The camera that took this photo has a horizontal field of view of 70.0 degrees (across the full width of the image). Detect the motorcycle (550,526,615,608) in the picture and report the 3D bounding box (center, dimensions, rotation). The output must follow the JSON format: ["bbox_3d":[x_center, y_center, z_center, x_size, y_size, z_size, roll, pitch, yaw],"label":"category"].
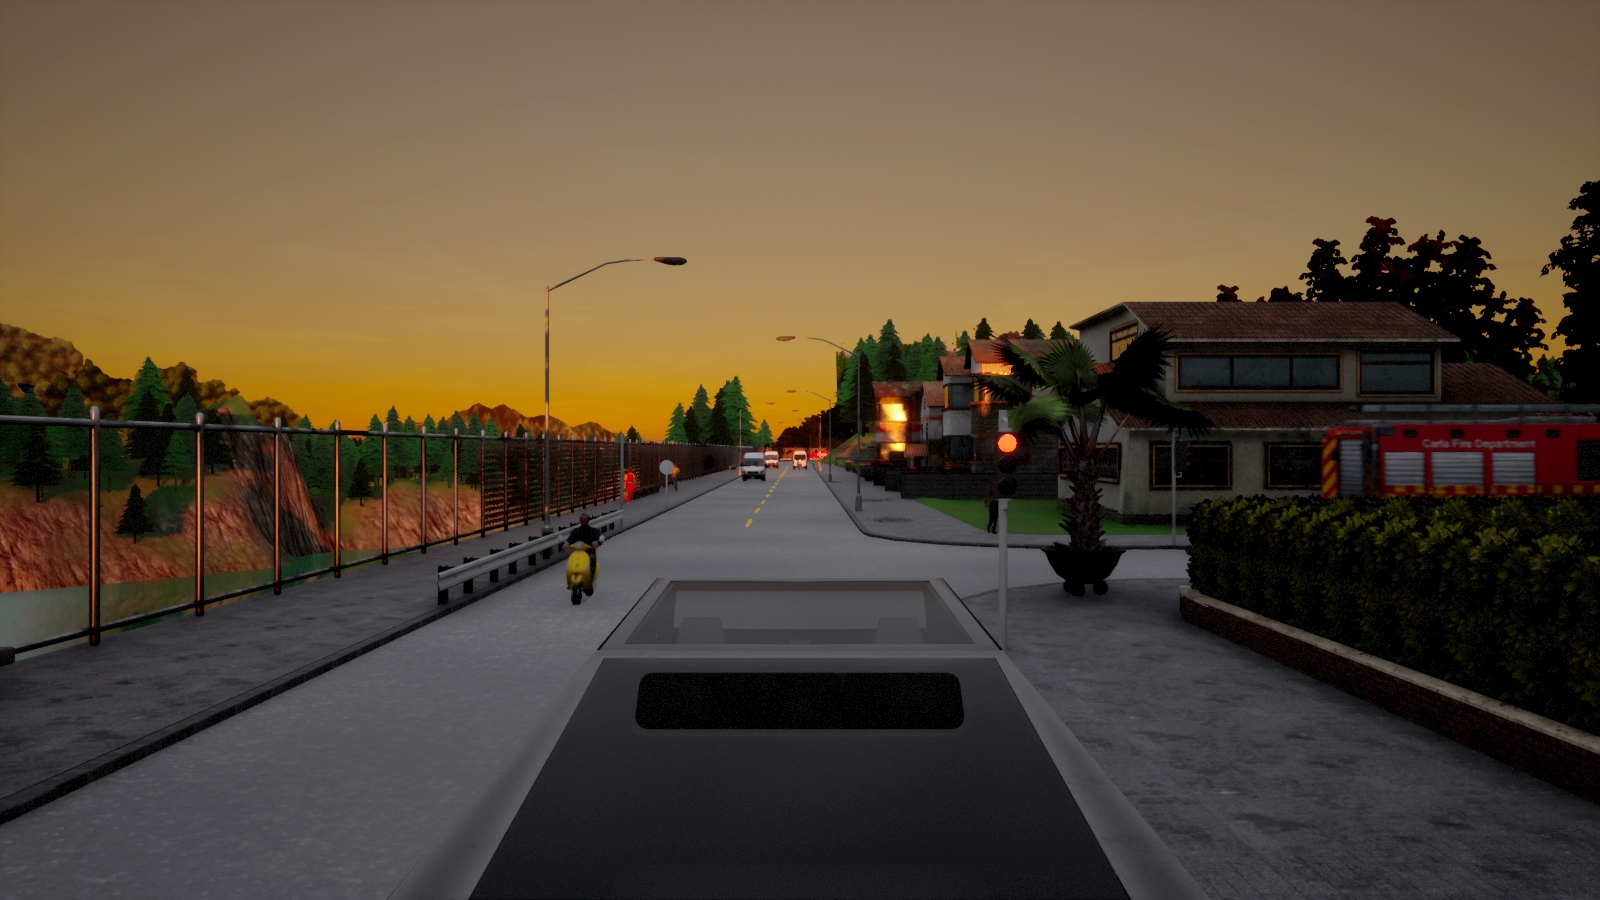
[{"bbox_3d":[-4.000,2.133,21.126,0.856,1.316,1.805,0,0,0],"label":"motorcycle"}]

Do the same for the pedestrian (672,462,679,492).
[{"bbox_3d":[-7.911,1.719,72.693,0.375,1.860,0.375,0,0,-2],"label":"pedestrian"}]

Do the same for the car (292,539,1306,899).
[{"bbox_3d":[-0.001,1.751,5.830,2.390,2.098,6.274,0,0,0],"label":"car"}]

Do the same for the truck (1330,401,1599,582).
[{"bbox_3d":[16.819,0.880,25.676,8.468,3.827,2.891,0,0,0],"label":"truck"}]

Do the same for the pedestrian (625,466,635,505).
[{"bbox_3d":[-8.292,1.723,55.681,0.375,1.860,0.375,0,0,8],"label":"pedestrian"}]

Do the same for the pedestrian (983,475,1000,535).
[{"bbox_3d":[6.056,1.722,36.071,0.375,1.860,0.375,0,0,-29],"label":"pedestrian"}]
